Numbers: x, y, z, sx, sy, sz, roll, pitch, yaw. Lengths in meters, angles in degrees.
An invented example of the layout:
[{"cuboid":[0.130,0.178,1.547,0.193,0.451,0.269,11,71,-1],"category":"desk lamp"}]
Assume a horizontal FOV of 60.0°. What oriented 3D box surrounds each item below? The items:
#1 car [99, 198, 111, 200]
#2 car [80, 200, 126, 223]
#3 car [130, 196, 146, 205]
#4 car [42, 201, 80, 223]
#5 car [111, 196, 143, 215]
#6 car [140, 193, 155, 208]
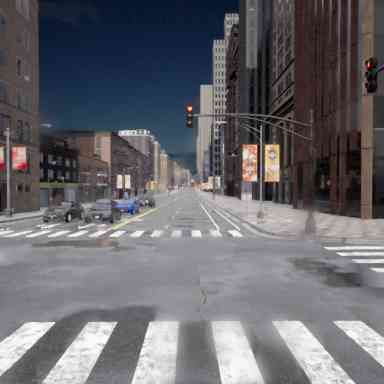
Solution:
[{"cuboid":[-9.849,1.483,37.419,1.882,1.535,5.008,0,0,0],"category":"car"},{"cuboid":[-6.606,1.568,25.112,1.994,1.385,4.181,0,0,-1],"category":"car"},{"cuboid":[-9.752,1.505,60.008,2.128,1.511,4.902,0,0,0],"category":"car"},{"cuboid":[-9.853,1.509,25.789,1.837,1.490,4.892,0,0,0],"category":"car"},{"cuboid":[-6.600,1.483,34.107,1.882,1.535,5.008,0,0,0],"category":"car"},{"cuboid":[-6.585,1.223,48.040,2.150,2.045,5.566,0,0,0],"category":"car"}]
